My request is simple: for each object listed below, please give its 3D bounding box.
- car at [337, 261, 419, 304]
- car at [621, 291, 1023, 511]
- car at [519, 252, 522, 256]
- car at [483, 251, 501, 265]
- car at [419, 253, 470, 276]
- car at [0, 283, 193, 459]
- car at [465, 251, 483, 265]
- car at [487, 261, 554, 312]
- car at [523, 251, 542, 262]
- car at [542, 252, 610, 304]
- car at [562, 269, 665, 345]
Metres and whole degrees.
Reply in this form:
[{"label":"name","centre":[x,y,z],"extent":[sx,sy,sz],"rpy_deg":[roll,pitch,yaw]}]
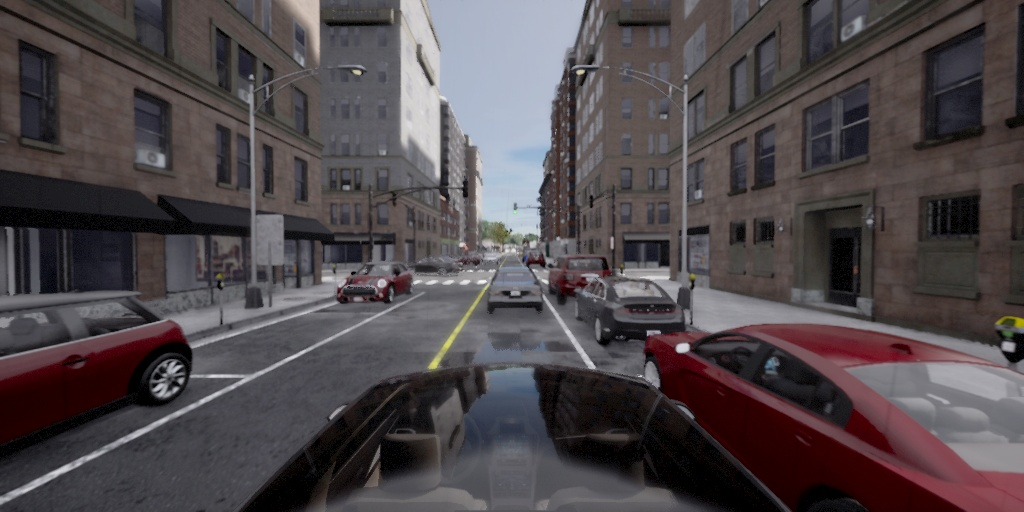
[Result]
[{"label":"car","centre":[-5.386,0.958,14.563],"extent":[1.967,1.591,4.097],"rpy_deg":[0,0,0]},{"label":"car","centre":[2.638,1.268,3.201],"extent":[1.888,1.381,4.507],"rpy_deg":[0,0,0]},{"label":"car","centre":[2.693,0.043,58.124],"extent":[2.192,1.841,5.009],"rpy_deg":[0,0,0]},{"label":"car","centre":[-2.826,0.441,47.827],"extent":[1.812,1.442,4.674],"rpy_deg":[0,1,0]},{"label":"car","centre":[-6.217,0.772,28.422],"extent":[4.902,1.511,2.128],"rpy_deg":[0,1,22]},{"label":"car","centre":[-5.387,1.163,3.201],"extent":[1.967,1.591,4.097],"rpy_deg":[0,0,0]},{"label":"car","centre":[-5.414,0.243,47.118],"extent":[2.192,1.841,5.009],"rpy_deg":[0,0,0]},{"label":"car","centre":[0.103,1.094,12.958],"extent":[2.033,1.411,5.357],"rpy_deg":[0,1,0]},{"label":"car","centre":[2.705,0.342,41.615],"extent":[2.192,1.841,5.009],"rpy_deg":[0,0,0]},{"label":"car","centre":[2.639,0.832,14.563],"extent":[2.192,1.841,5.009],"rpy_deg":[0,0,0]},{"label":"car","centre":[2.638,1.171,8.882],"extent":[2.007,1.370,4.403],"rpy_deg":[0,0,0]}]
